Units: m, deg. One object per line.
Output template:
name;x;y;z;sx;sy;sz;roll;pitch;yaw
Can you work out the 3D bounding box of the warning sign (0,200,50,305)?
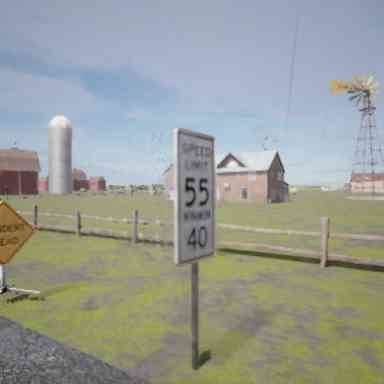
warning sign;-3.719;1.103;6.575;1.060;1.860;1.300;0;0;36
